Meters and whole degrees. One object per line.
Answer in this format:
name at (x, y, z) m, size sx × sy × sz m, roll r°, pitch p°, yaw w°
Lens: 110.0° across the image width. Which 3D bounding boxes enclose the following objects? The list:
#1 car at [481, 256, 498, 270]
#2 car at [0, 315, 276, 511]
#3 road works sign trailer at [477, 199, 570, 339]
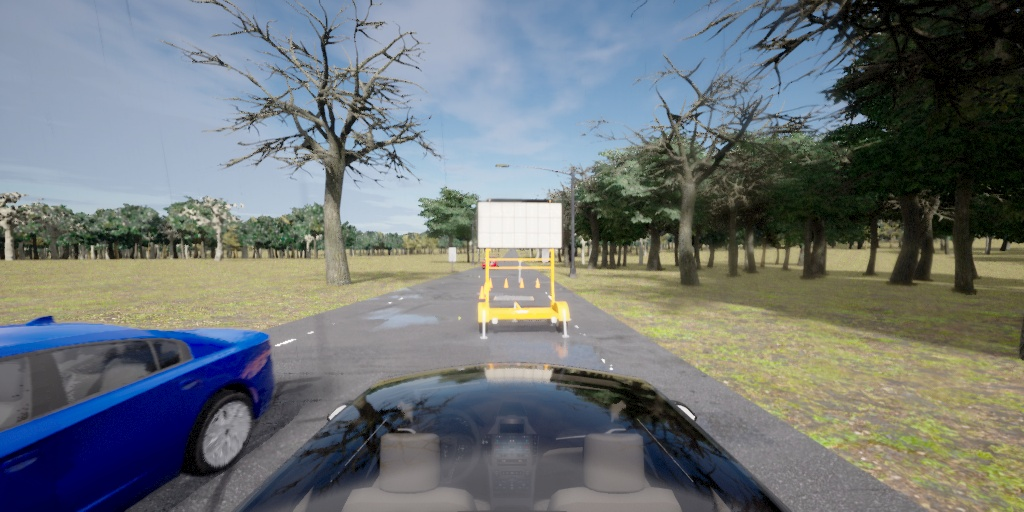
car at (-3.306, 1.024, 53.649) m, size 2.150 × 2.045 × 5.566 m, roll 0°, pitch 0°, yaw 0°
car at (-3.592, 1.227, 1.921) m, size 1.882 × 1.535 × 5.008 m, roll 0°, pitch 0°, yaw 0°
road works sign trailer at (0.211, 0.210, 10.114) m, size 2.380 × 3.560 × 2.880 m, roll 0°, pitch 0°, yaw -5°
